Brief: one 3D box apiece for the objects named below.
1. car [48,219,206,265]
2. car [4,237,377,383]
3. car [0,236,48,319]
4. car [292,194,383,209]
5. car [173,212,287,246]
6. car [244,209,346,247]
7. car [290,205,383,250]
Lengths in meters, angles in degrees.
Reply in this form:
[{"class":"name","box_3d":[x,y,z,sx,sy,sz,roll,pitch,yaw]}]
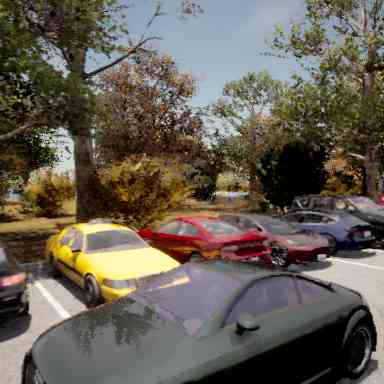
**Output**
[{"class":"car","box_3d":[-2.123,1.463,8.069,1.946,1.575,5.366,0,0,-36]},{"class":"car","box_3d":[0.324,1.552,3.917,4.181,1.385,1.994,0,0,-36]},{"class":"car","box_3d":[-4.496,1.520,6.599,2.002,1.452,4.674,0,0,-36]},{"class":"car","box_3d":[6.848,1.160,14.673,2.435,2.045,5.566,0,0,-36]},{"class":"car","box_3d":[0.040,1.452,9.835,2.097,1.535,5.008,0,0,-36]},{"class":"car","box_3d":[2.319,1.467,11.435,2.163,1.488,4.792,0,0,-36]},{"class":"car","box_3d":[4.552,1.453,13.101,2.163,1.488,4.792,0,0,-36]}]
